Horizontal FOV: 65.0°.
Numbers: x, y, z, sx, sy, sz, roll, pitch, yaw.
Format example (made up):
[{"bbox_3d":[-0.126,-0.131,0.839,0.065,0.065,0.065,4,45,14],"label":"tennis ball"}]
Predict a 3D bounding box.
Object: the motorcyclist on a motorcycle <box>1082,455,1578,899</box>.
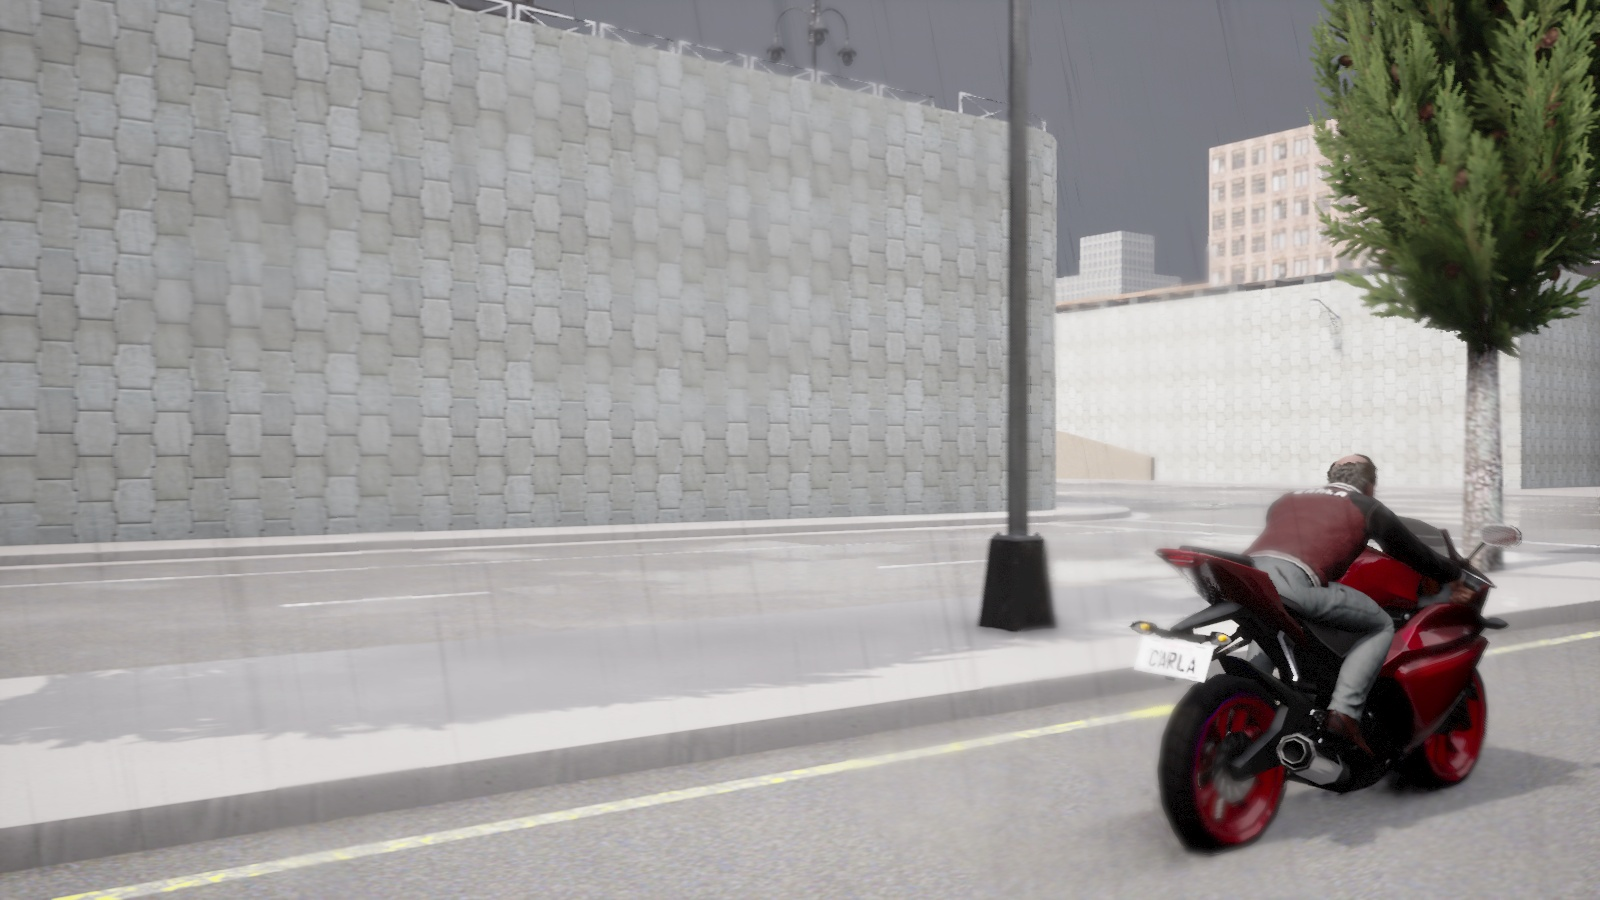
[{"bbox_3d":[2.261,0.788,5.232,2.191,1.530,0.866,0,0,-35],"label":"motorcyclist on a motorcycle"}]
